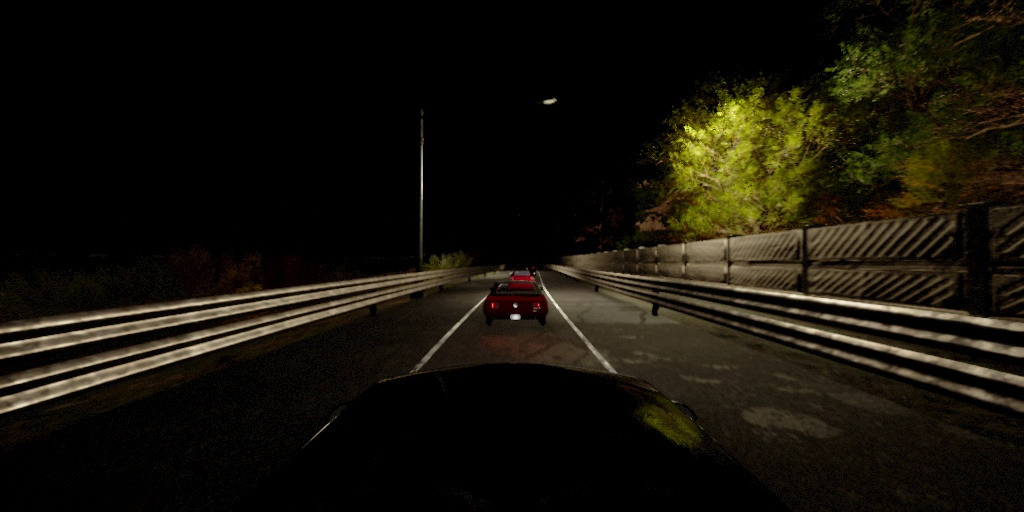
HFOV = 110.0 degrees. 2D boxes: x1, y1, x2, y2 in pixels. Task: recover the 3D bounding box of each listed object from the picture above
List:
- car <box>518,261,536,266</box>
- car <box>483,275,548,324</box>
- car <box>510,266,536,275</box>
[{"bbox_3d":[1.946,1.645,46.229,2.150,2.045,5.566,0,-1,4],"label":"car"},{"bbox_3d":[0.152,1.486,12.477,1.895,1.301,4.718,0,-1,1],"label":"car"},{"bbox_3d":[0.775,1.672,26.409,1.994,1.385,4.181,0,-1,3],"label":"car"}]
